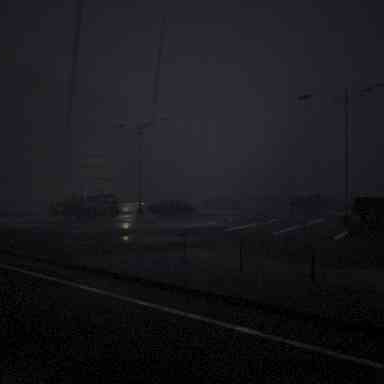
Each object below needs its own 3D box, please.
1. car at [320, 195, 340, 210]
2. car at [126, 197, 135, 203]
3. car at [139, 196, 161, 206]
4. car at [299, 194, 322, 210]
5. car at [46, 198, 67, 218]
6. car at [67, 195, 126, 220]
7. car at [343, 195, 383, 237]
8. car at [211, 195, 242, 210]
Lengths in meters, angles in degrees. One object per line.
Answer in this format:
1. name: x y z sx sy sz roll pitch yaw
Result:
1. car: 20.039 1.362 47.476 1.784 1.438 3.905 0 0 34
2. car: -13.832 1.594 66.869 1.895 1.301 4.718 0 0 34
3. car: -8.969 1.600 67.827 1.994 1.385 4.181 0 0 34
4. car: 17.640 1.394 49.097 1.970 1.475 3.806 0 0 34
5. car: -9.978 1.152 28.513 1.932 1.855 4.605 0 0 34
6. car: -7.610 1.154 26.848 1.905 1.878 3.866 0 0 34
7. car: 8.674 1.154 15.897 1.905 1.878 3.866 0 0 34
8. car: 4.408 1.394 39.810 1.970 1.475 3.806 0 0 34
